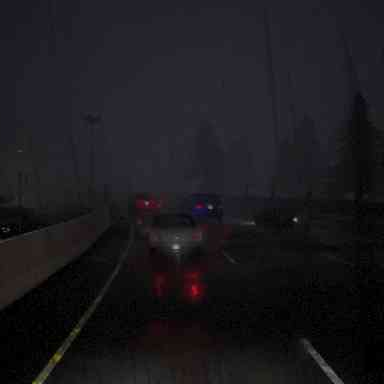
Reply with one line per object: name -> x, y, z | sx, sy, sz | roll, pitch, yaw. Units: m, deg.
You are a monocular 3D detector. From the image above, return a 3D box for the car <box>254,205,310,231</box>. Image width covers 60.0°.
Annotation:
car -> 5.246, 1.468, 19.899 | 1.994, 1.385, 4.181 | 0, 0, -9

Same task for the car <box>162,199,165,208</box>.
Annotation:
car -> -4.798, 1.290, 41.812 | 1.837, 1.490, 4.892 | 0, 0, -22

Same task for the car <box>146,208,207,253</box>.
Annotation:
car -> -0.786, 1.533, 13.312 | 1.895, 1.301, 4.718 | 0, 0, -7

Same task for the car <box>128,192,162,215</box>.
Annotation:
car -> -4.733, 1.058, 31.622 | 2.150, 2.045, 5.566 | 0, 0, -17

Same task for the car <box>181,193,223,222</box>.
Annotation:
car -> 0.673, 1.098, 24.871 | 2.150, 2.045, 5.566 | 0, 1, -12
